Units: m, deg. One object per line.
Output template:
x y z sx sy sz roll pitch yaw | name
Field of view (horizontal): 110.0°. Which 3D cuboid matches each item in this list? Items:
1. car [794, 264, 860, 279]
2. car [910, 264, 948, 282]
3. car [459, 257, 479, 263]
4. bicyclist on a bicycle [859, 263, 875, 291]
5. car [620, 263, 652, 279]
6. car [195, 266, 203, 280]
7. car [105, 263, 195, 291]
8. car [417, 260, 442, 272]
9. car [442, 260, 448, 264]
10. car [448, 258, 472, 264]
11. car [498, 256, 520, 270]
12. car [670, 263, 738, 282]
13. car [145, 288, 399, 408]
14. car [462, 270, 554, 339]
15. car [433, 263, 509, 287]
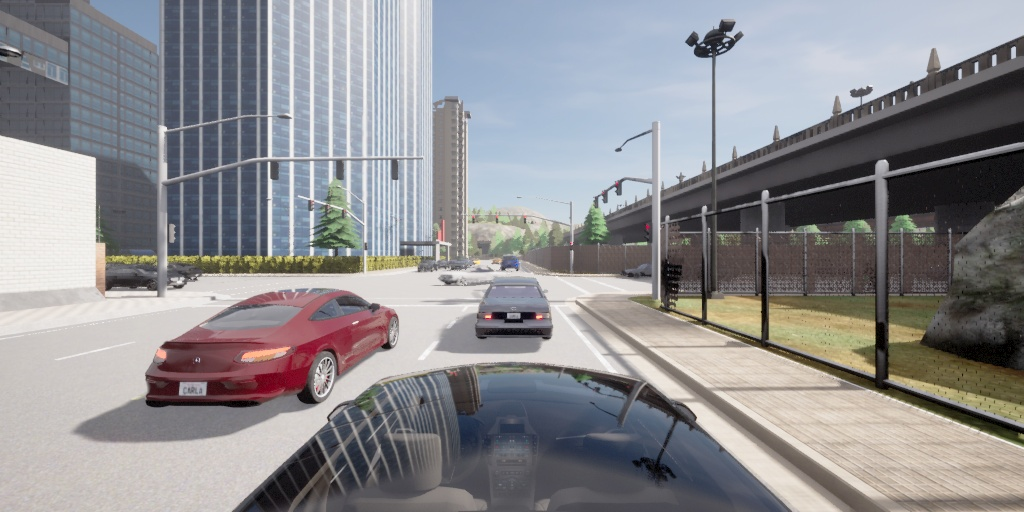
28.567 1.406 32.710 4.718 1.301 1.895 0 0 0 | car
35.335 1.331 29.219 4.674 1.442 1.812 0 0 0 | car
-7.182 1.297 58.765 2.033 1.411 5.357 0 0 0 | car
18.267 1.106 18.188 0.582 1.620 1.656 0 0 0 | bicyclist on a bicycle
12.722 1.353 32.648 5.357 1.411 2.033 0 0 0 | car
-27.881 1.310 28.982 4.892 1.490 1.837 0 0 0 | car
-22.583 1.331 21.823 4.674 1.442 1.812 0 0 0 | car
-10.677 1.255 45.754 1.837 1.490 4.892 0 0 0 | car
-10.690 1.276 54.993 1.812 1.442 4.674 0 0 0 | car
-7.177 1.314 49.527 1.994 1.385 4.181 0 0 0 | car
-0.200 0.972 47.347 2.150 2.045 5.566 0 0 3 | car
15.663 1.294 29.161 4.902 1.511 2.128 0 0 0 | car
-3.449 1.276 6.193 1.812 1.442 4.674 0 0 0 | car
0.079 1.297 10.013 2.033 1.411 5.357 0 0 1 | car
-2.786 1.375 25.152 4.718 1.301 1.895 0 0 -41 | car
